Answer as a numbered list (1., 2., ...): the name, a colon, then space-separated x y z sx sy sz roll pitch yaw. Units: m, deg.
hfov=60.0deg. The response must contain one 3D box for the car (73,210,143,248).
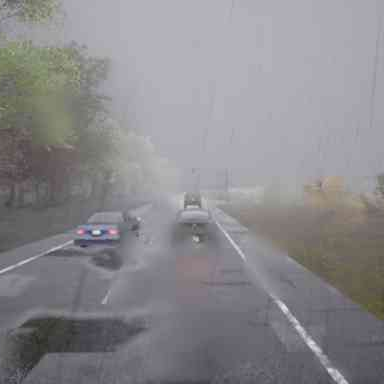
1. car: -3.399 1.470 14.349 2.033 1.411 5.357 0 0 0

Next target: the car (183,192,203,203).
1. car: 0.102 0.995 40.721 2.150 2.045 5.566 0 0 0

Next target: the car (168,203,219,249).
1. car: 0.101 1.429 14.209 1.837 1.490 4.892 0 0 0

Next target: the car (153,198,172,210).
1. car: -3.397 1.387 38.669 1.895 1.301 4.718 0 0 0
